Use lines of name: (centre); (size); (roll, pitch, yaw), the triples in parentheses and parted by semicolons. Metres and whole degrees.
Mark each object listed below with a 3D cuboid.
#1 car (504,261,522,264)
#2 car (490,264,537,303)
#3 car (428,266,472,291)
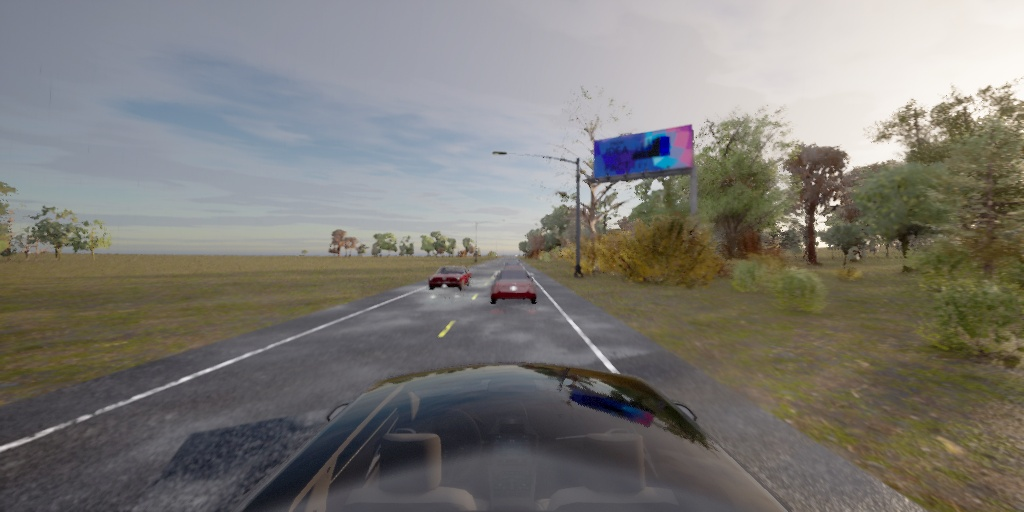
car: (0.098, 1.157, 34.365); (1.994, 1.385, 4.181); (0, 0, 0)
car: (0.076, 1.244, 16.274); (1.994, 1.385, 4.181); (0, 0, 0)
car: (-3.528, 1.259, 20.969); (1.895, 1.301, 4.718); (0, 0, 0)
